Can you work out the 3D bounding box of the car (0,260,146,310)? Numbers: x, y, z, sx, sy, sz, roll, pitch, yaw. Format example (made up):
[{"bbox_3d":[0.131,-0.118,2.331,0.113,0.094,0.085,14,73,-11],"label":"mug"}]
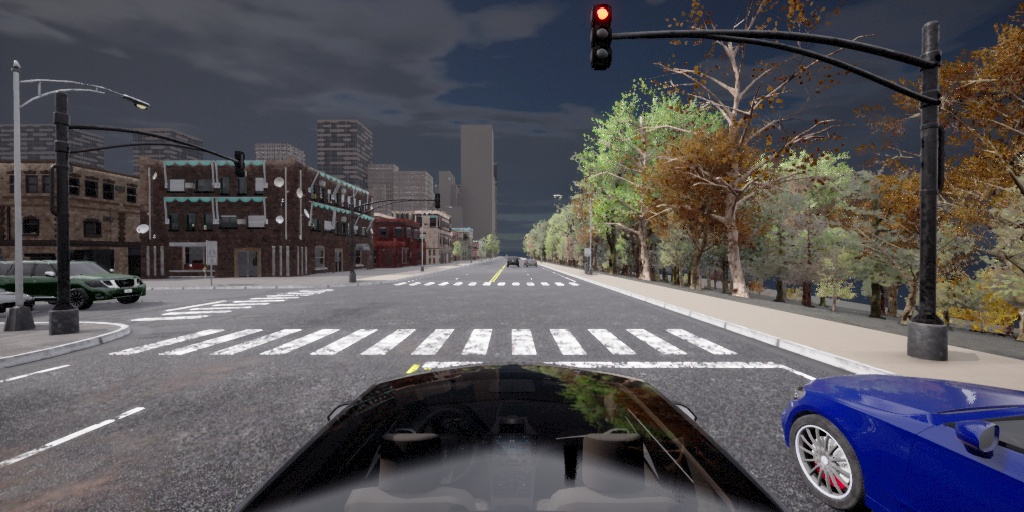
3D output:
[{"bbox_3d":[-19.311,1.186,15.475,5.566,2.045,2.150,-1,1,0],"label":"car"}]

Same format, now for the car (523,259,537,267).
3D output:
[{"bbox_3d":[3.472,1.218,63.875,2.128,1.511,4.902,0,0,0],"label":"car"}]

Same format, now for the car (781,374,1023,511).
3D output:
[{"bbox_3d":[3.346,1.276,1.331,1.812,1.442,4.674,0,0,2],"label":"car"}]

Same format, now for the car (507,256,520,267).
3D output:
[{"bbox_3d":[0.219,0.948,63.715,2.150,2.045,5.566,0,0,1],"label":"car"}]

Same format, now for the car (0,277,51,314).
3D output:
[{"bbox_3d":[-19.926,1.565,12.773,4.313,1.339,1.948,0,0,0],"label":"car"}]
